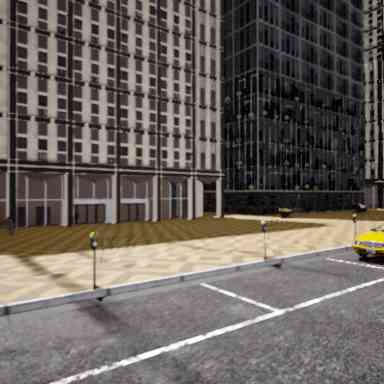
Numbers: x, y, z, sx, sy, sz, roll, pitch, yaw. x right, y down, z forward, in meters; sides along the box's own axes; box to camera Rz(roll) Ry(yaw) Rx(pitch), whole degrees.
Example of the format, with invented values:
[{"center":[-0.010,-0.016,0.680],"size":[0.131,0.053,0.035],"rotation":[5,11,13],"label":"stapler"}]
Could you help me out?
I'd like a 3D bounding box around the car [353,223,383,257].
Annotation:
[{"center":[7.762,1.604,12.242],"size":[4.829,1.417,1.752],"rotation":[0,-1,-36],"label":"car"}]
